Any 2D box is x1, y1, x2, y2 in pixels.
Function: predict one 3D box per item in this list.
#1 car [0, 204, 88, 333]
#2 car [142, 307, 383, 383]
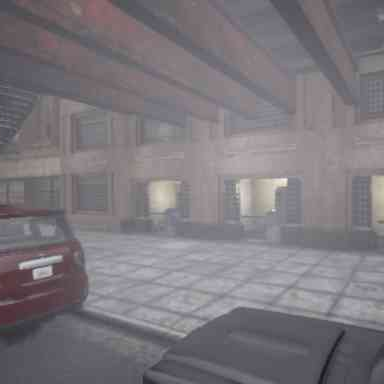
[{"bbox_3d":[-4.372,1.249,6.138,5.566,2.045,2.435,0,0,32],"label":"car"},{"bbox_3d":[1.879,1.574,2.181,4.718,1.301,1.895,0,0,32],"label":"car"}]
